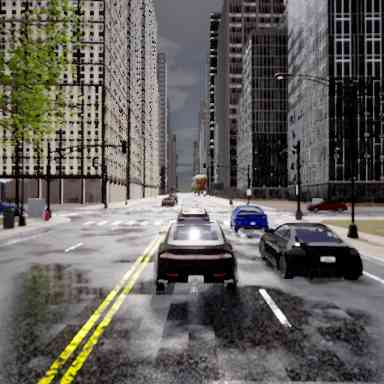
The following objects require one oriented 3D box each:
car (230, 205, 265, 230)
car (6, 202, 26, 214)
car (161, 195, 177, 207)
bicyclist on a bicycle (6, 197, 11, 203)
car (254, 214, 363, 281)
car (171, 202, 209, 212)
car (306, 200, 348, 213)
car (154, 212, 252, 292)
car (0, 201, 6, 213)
[{"bbox_3d":[3.444,1.545,20.475,1.882,1.535,5.008,0,0,3],"label":"car"},{"bbox_3d":[-20.283,1.608,34.692,5.357,1.411,2.033,0,-1,4],"label":"car"},{"bbox_3d":[-3.972,1.633,54.555,1.882,1.535,5.008,0,0,-1],"label":"car"},{"bbox_3d":[-25.229,1.545,45.663,0.582,1.620,1.656,0,-1,2],"label":"bicyclist on a bicycle"},{"bbox_3d":[3.325,1.598,10.031,1.994,1.385,4.181,0,0,1],"label":"car"},{"bbox_3d":[0.055,1.557,19.499,2.128,1.511,4.902,0,0,-1],"label":"car"},{"bbox_3d":[16.114,1.746,39.835,4.674,1.442,1.812,0,-1,1],"label":"car"},{"bbox_3d":[0.086,1.523,9.046,2.128,1.511,4.902,0,0,0],"label":"car"},{"bbox_3d":[-21.160,1.224,31.436,5.566,2.045,2.150,0,-1,2],"label":"car"}]
